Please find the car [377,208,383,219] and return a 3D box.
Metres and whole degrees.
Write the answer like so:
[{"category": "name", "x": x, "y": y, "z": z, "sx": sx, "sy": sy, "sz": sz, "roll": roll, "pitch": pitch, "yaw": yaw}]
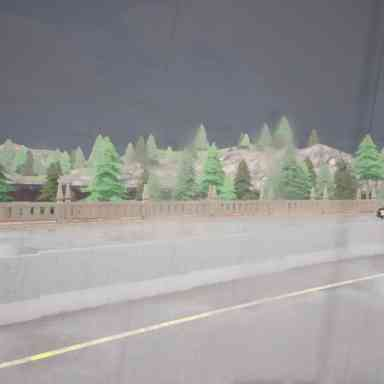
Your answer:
[{"category": "car", "x": 17.844, "y": 1.553, "z": 27.821, "sx": 4.902, "sy": 1.511, "sz": 2.128, "roll": 0, "pitch": 0, "yaw": -18}]
